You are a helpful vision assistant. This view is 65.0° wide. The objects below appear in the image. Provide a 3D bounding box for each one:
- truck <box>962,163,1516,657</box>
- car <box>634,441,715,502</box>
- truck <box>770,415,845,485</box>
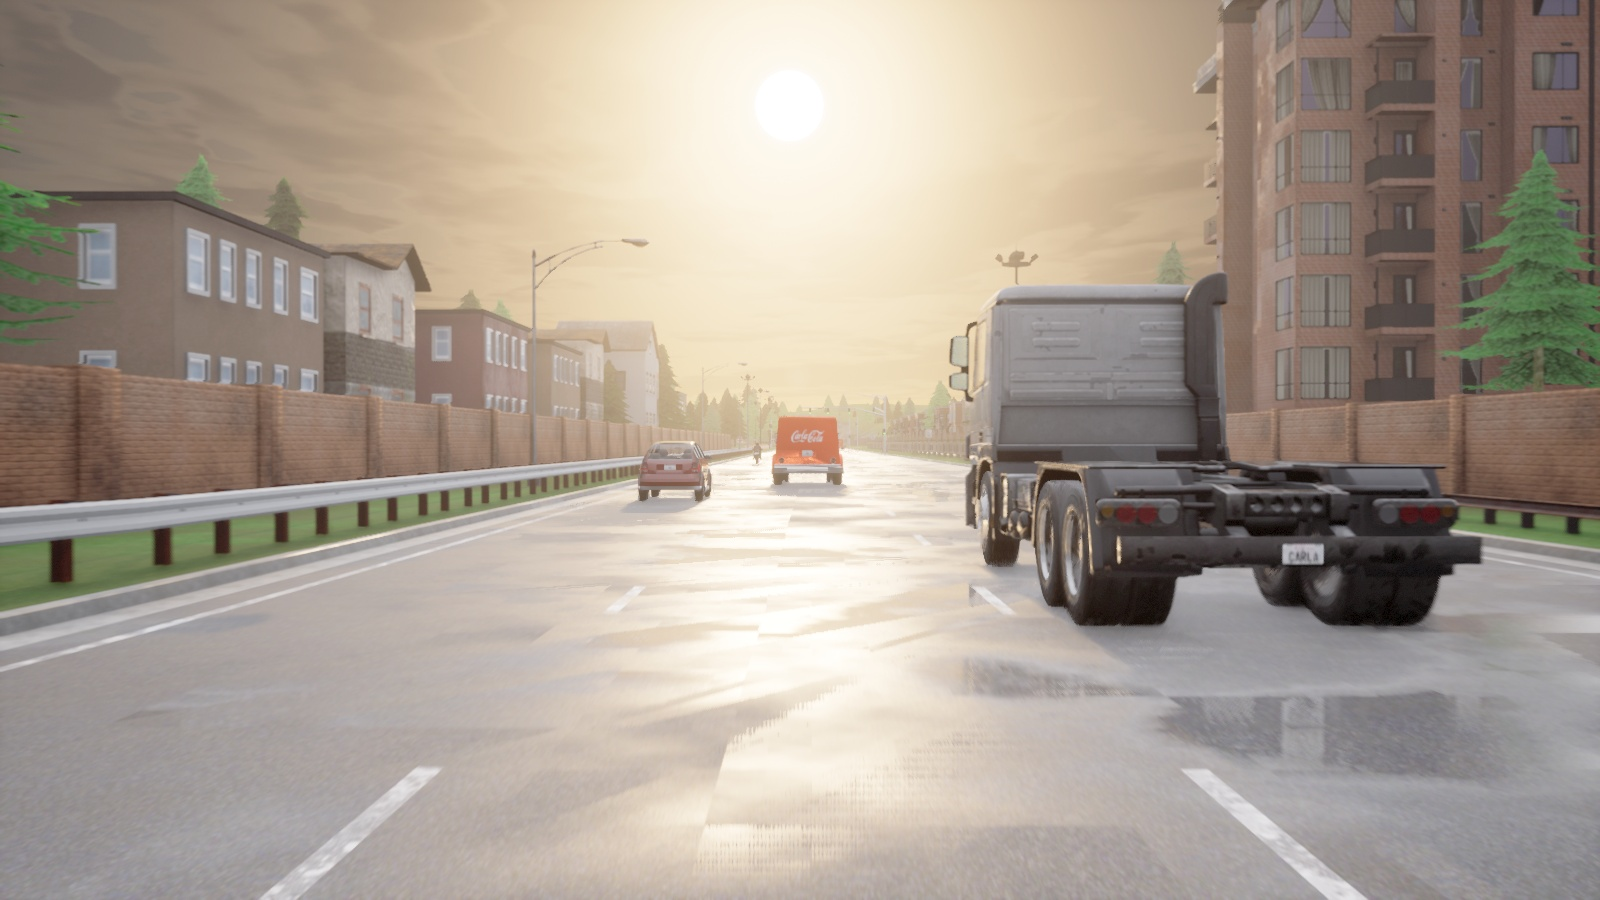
[{"bbox_3d":[3.589,-0.304,12.782,2.891,3.462,7.936,0,0,0],"label":"truck"},{"bbox_3d":[-3.294,0.534,33.568,1.789,1.549,3.705,0,0,0],"label":"car"},{"bbox_3d":[0.282,-0.003,46.847,2.627,2.467,5.204,0,0,0],"label":"truck"}]
